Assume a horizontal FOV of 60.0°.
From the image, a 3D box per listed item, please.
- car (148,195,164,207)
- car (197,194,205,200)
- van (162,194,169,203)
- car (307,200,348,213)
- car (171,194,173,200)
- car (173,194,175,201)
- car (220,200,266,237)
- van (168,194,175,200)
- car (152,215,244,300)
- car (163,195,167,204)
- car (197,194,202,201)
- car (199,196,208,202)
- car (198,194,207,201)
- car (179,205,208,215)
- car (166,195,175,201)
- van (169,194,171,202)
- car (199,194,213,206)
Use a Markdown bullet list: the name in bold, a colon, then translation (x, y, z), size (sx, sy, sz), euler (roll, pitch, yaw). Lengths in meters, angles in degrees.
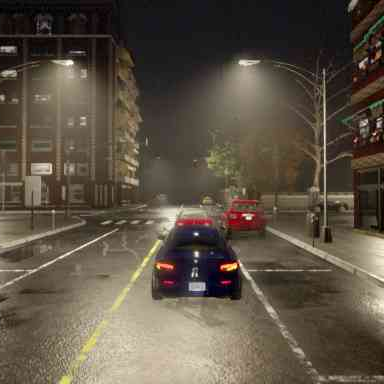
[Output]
- **car**: translation (-5.725, 1.614, 50.670), size (1.802, 1.307, 4.206), euler (1, 0, 0)
- **car**: translation (2.618, 1.396, 94.975), size (2.192, 1.841, 5.009), euler (1, 0, 0)
- **van**: translation (-5.731, 1.383, 61.746), size (1.690, 1.788, 3.998), euler (1, 0, 0)
- **car**: translation (15.178, 1.609, 37.223), size (4.313, 1.339, 1.947), euler (0, -1, 0)
- **car**: translation (-5.746, 1.636, 72.823), size (1.802, 1.307, 4.206), euler (1, 0, 0)
- **car**: translation (-5.750, 1.611, 78.362), size (2.008, 1.369, 4.403), euler (1, 0, 0)
- **car**: translation (2.691, 1.323, 18.179), size (2.192, 1.841, 5.009), euler (1, 0, 0)
- **van**: translation (-5.763, 1.422, 94.978), size (1.690, 1.788, 3.998), euler (1, 0, 0)
- **car**: translation (0.094, 1.529, 8.246), size (1.812, 1.442, 4.674), euler (0, 0, 0)
- **car**: translation (-5.730, 1.619, 56.207), size (1.802, 1.307, 4.206), euler (1, 0, 0)
- **car**: translation (2.635, 1.605, 72.823), size (2.008, 1.369, 4.403), euler (1, 0, 0)
- **car**: translation (2.629, 1.626, 78.362), size (1.947, 1.339, 4.313), euler (1, 0, 0)
- **car**: translation (2.628, 1.382, 83.900), size (2.192, 1.841, 5.009), euler (1, 0, 0)
- **car**: translation (0.084, 1.609, 17.990), size (1.895, 1.301, 4.718), euler (0, 0, 0)
- **car**: translation (-5.761, 1.625, 89.439), size (2.008, 1.369, 4.403), euler (1, 0, 0)
- **van**: translation (-5.736, 1.389, 67.285), size (1.690, 1.788, 3.998), euler (1, 0, 0)
- **car**: translation (2.651, 1.563, 56.379), size (1.752, 1.417, 4.829), euler (1, 0, 0)
